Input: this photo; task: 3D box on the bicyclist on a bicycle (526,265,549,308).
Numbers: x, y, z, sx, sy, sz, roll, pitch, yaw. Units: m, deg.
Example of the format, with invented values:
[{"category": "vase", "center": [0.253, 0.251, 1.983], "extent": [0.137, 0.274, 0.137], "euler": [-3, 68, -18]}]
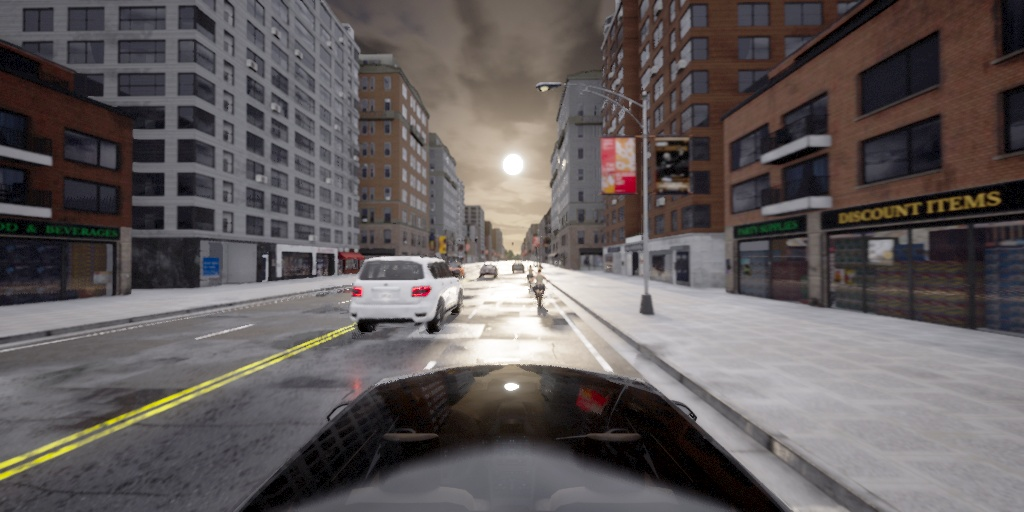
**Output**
[{"category": "bicyclist on a bicycle", "center": [1.139, 1.295, 14.900], "extent": [0.866, 1.612, 1.509], "euler": [0, -1, 1]}]

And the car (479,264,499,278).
[{"category": "car", "center": [-2.529, 1.638, 39.842], "extent": [2.033, 1.411, 5.357], "euler": [0, -1, 1]}]

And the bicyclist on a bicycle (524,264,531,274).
[{"category": "bicyclist on a bicycle", "center": [1.254, 1.376, 24.345], "extent": [0.866, 1.612, 1.509], "euler": [0, -1, 1]}]

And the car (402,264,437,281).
[{"category": "car", "center": [-9.277, 1.582, 36.389], "extent": [2.128, 1.511, 4.902], "euler": [0, -1, 1]}]

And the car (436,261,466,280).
[{"category": "car", "center": [-6.034, 1.425, 35.979], "extent": [2.097, 1.767, 4.553], "euler": [0, 0, 1]}]

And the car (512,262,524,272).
[{"category": "car", "center": [0.943, 1.694, 54.400], "extent": [2.128, 1.511, 4.902], "euler": [0, -1, 1]}]

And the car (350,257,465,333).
[{"category": "car", "center": [-2.980, 1.065, 11.254], "extent": [2.150, 2.045, 5.566], "euler": [0, -1, 1]}]
